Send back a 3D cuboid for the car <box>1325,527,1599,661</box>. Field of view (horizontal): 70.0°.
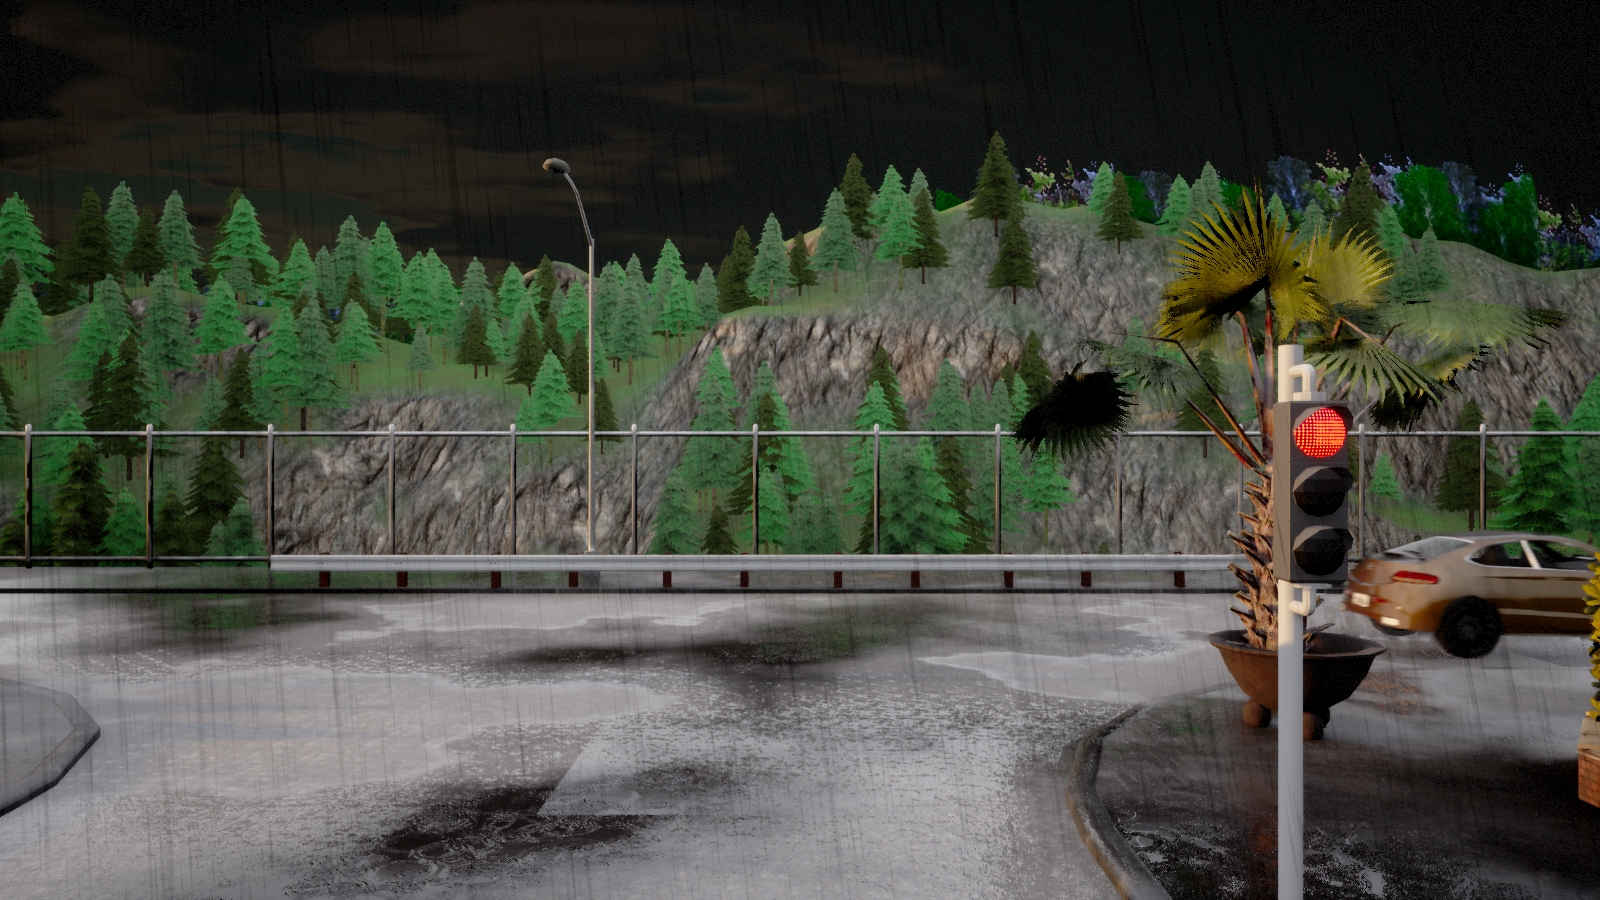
[{"bbox_3d":[10.509,1.992,16.326,5.027,1.651,2.152,0,0,0],"label":"car"}]
